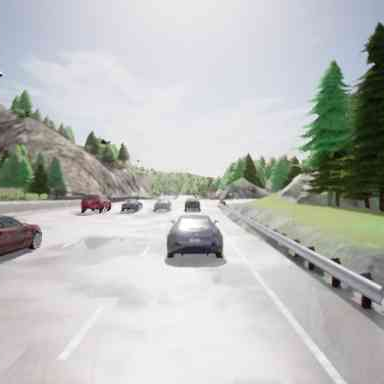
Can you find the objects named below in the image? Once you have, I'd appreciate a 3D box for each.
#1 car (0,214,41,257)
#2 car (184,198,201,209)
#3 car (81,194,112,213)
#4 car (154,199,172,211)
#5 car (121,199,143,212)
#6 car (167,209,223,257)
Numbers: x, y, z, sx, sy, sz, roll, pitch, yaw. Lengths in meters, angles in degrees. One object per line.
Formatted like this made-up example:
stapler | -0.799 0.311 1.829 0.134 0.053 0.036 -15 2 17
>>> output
car | -6.900 1.469 11.211 1.882 1.535 5.008 0 0 0
car | 0.065 1.446 40.865 1.882 1.535 5.008 0 0 0
car | -10.423 1.196 36.481 2.150 2.045 5.566 0 0 0
car | -3.432 1.517 39.523 2.033 1.411 5.357 0 0 0
car | -6.930 1.517 38.769 2.033 1.411 5.357 0 0 0
car | 0.100 1.555 12.904 1.994 1.385 4.181 0 0 0
